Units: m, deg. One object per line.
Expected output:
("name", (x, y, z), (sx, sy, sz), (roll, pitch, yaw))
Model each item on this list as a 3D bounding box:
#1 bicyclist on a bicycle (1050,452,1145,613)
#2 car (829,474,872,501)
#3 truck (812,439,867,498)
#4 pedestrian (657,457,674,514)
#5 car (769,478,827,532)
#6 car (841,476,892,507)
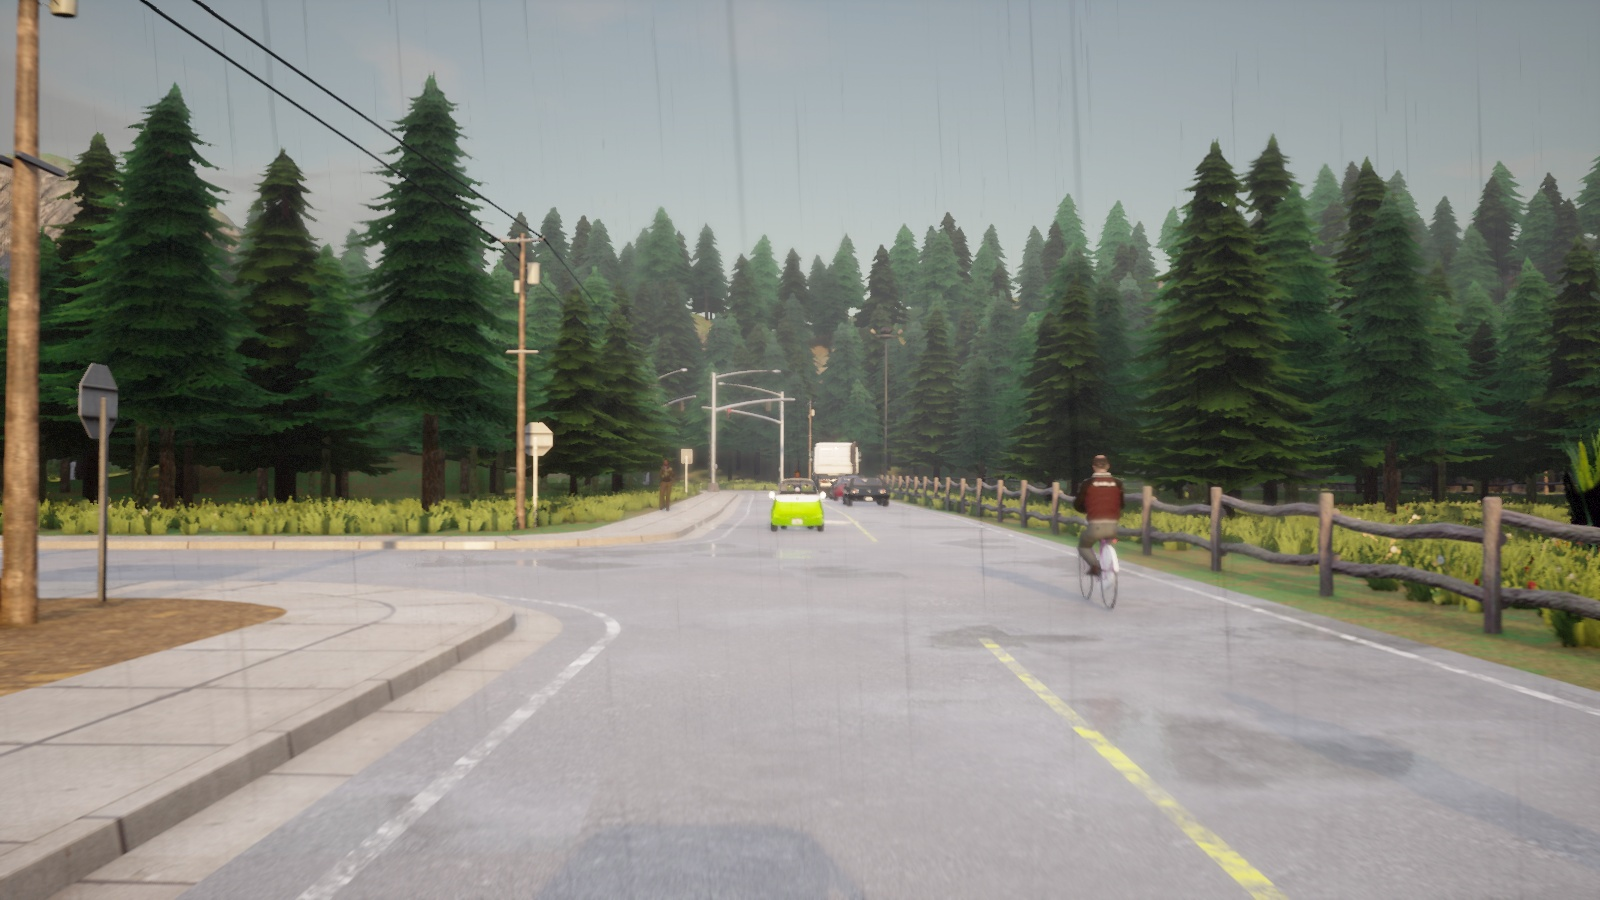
("bicyclist on a bicycle", (3.474, 0.921, 14.815), (0.659, 1.776, 1.843), (0, -1, 0))
("car", (2.669, 2.007, 67.567), (1.994, 1.385, 4.181), (0, -1, -2))
("truck", (2.362, 1.130, 77.582), (2.891, 3.462, 7.936), (0, -1, -2))
("pedestrian", (-4.579, 1.210, 42.835), (0.395, 1.930, 0.692), (0, -1, 10))
("car", (-0.059, 1.425, 33.140), (1.481, 1.376, 2.207), (0, -1, 0))
("car", (2.977, 1.869, 57.237), (1.895, 1.301, 4.718), (0, -1, -2))
